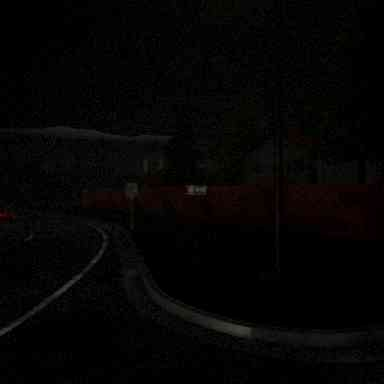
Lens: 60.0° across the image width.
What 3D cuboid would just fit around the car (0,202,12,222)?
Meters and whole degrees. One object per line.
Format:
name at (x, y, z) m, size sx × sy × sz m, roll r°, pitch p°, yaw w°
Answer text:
car at (-15.204, 1.476, 25.526) m, size 1.882 × 1.535 × 5.008 m, roll 0°, pitch 0°, yaw -38°
